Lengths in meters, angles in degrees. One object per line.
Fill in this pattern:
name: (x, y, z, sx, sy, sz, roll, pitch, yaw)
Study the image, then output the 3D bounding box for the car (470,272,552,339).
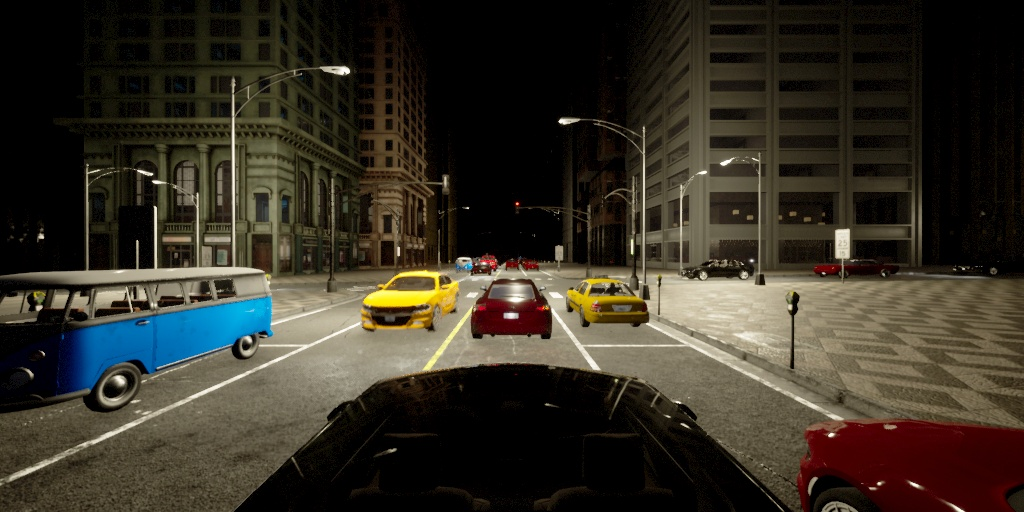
car: (0.022, 1.315, 10.075, 1.994, 1.385, 4.181, 0, 0, 1)

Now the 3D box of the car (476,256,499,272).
car: (-3.164, 0.989, 47.446, 2.150, 2.045, 5.566, 0, 0, -1)

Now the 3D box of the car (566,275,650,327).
car: (2.756, 1.276, 11.308, 1.751, 1.417, 4.829, 0, 0, 0)

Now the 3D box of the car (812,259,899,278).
car: (24.798, 0.905, 25.984, 4.718, 1.301, 1.895, -1, 0, 0)

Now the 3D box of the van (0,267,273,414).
van: (-5.767, 1.091, 5.728, 1.690, 1.789, 3.998, 0, 0, 0)

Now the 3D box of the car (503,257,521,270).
car: (0.030, 1.251, 53.958, 1.882, 1.535, 5.008, 0, 0, 0)

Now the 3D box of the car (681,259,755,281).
car: (14.878, 0.975, 26.010, 4.892, 1.490, 1.837, -1, 0, 0)

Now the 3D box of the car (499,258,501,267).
car: (-3.161, 1.378, 57.552, 1.895, 1.301, 4.718, 0, 0, 0)

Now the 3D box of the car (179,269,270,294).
car: (-18.251, 1.610, 22.889, 4.181, 1.385, 1.994, -1, 0, 1)

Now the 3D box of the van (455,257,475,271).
van: (-5.835, 1.106, 43.712, 1.690, 1.789, 3.998, 0, 0, 0)

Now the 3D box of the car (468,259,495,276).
car: (-3.141, 1.325, 37.819, 1.994, 1.385, 4.181, 0, 0, 1)

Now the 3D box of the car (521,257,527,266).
car: (2.704, 1.319, 54.756, 1.888, 1.381, 4.507, 0, 0, 0)

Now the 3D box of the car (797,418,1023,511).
car: (2.765, 1.295, 0.558, 1.888, 1.381, 4.507, 0, 0, 0)

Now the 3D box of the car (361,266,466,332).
car: (-2.852, 1.228, 11.066, 1.882, 1.535, 5.008, 0, 0, 1)

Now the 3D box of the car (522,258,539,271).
car: (2.713, 1.314, 49.231, 1.888, 1.381, 4.507, 0, 0, 0)

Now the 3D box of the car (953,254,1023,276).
car: (35.129, 0.641, 25.952, 4.892, 1.490, 1.837, -1, 0, 0)
